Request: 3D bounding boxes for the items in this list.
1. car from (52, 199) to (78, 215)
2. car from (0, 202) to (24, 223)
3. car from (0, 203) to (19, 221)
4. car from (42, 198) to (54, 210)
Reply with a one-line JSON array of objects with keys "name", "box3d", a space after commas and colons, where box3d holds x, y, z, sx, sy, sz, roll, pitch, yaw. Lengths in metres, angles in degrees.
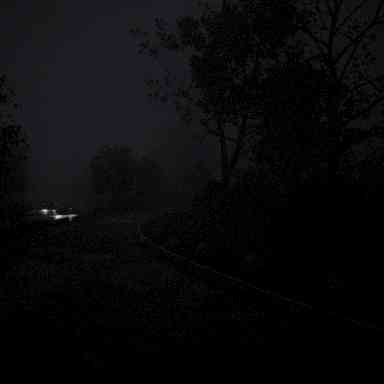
[{"name": "car", "box3d": [-15.018, 1.858, 40.054, 1.882, 1.535, 5.008, 0, 0, -11]}, {"name": "car", "box3d": [-14.864, 1.545, 25.220, 2.097, 1.767, 4.553, 0, -1, 5]}, {"name": "car", "box3d": [-17.667, 1.765, 29.576, 1.837, 1.490, 4.892, 0, -1, 3]}, {"name": "car", "box3d": [-22.368, 1.773, 52.365, 2.097, 1.767, 4.553, 0, 0, -27]}]
